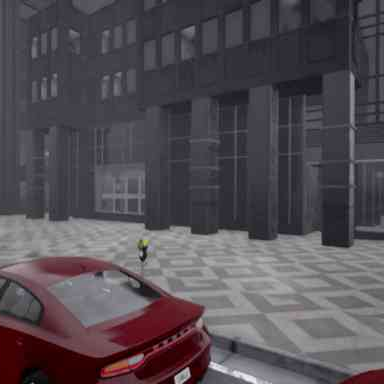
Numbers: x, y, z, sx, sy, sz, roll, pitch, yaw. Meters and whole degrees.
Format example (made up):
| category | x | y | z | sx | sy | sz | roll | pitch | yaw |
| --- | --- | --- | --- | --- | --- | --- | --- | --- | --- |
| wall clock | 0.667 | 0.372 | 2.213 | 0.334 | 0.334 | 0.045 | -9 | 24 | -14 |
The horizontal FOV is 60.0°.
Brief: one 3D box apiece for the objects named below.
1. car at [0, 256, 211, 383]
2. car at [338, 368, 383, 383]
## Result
| category | x | y | z | sx | sy | sz | roll | pitch | yaw |
| --- | --- | --- | --- | --- | --- | --- | --- | --- | --- |
| car | -1.904 | 1.531 | 4.310 | 4.507 | 1.381 | 1.887 | 0 | 0 | 35 |
| car | 2.692 | 1.550 | 1.048 | 4.507 | 1.381 | 1.887 | 0 | 0 | 35 |
